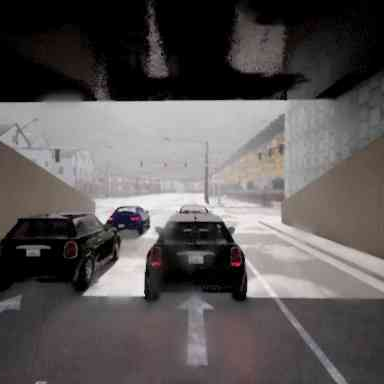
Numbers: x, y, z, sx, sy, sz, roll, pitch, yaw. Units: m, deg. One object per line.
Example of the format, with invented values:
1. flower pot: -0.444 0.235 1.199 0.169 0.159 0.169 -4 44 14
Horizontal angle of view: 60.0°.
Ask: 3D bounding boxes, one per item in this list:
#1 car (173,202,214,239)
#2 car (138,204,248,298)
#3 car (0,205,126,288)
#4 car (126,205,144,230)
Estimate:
1. car: 0.086 1.403 17.829 1.882 1.535 5.008 0 0 0
2. car: 0.078 1.316 8.561 2.097 1.767 4.553 0 0 0
3. car: -3.416 1.313 9.272 2.097 1.767 4.553 0 0 0
4. car: -3.414 1.448 18.375 1.812 1.442 4.674 0 0 0
